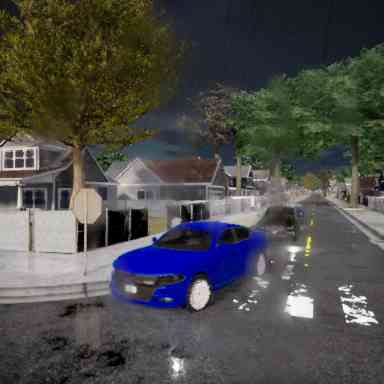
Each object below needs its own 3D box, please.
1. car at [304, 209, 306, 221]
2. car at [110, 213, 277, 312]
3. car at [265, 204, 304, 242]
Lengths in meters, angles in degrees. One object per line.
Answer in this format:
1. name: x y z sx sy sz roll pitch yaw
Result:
1. car: 7.528 1.603 24.945 1.895 1.301 4.718 0 0 21
2. car: 0.256 1.478 8.071 1.882 1.535 5.008 0 0 33
3. car: 4.428 1.507 16.655 1.837 1.490 4.892 0 -1 21
